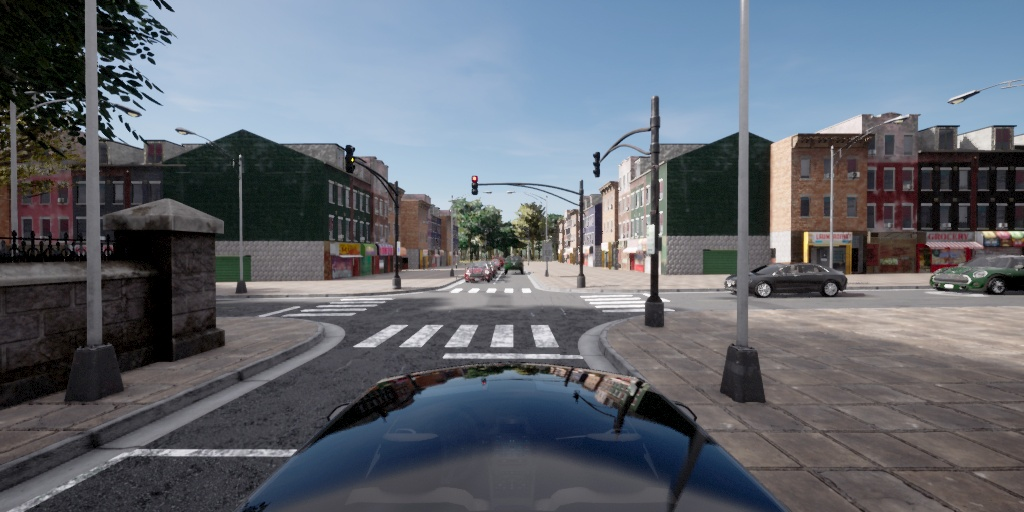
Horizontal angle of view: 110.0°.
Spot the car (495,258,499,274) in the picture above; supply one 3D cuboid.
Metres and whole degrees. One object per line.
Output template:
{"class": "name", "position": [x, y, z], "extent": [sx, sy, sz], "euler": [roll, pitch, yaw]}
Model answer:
{"class": "car", "position": [-2.520, 1.204, 33.551], "extent": [1.967, 1.591, 4.097], "euler": [0, 0, 0]}

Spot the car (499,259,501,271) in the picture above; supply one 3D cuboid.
{"class": "car", "position": [-2.500, 1.335, 38.986], "extent": [1.948, 1.339, 4.313], "euler": [0, 0, 0]}

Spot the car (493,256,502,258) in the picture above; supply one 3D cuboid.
{"class": "car", "position": [-2.802, 1.259, 60.927], "extent": [1.801, 1.575, 5.366], "euler": [0, 0, 0]}

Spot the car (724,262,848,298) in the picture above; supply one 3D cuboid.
{"class": "car", "position": [12.330, 1.046, 16.327], "extent": [4.892, 1.490, 1.837], "euler": [-1, 1, 0]}

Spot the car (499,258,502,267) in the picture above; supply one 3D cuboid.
{"class": "car", "position": [-2.458, 1.329, 49.855], "extent": [1.888, 1.381, 4.507], "euler": [0, 0, 0]}

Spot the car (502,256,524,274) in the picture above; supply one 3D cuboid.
{"class": "car", "position": [0.240, 0.995, 42.651], "extent": [2.150, 2.045, 5.566], "euler": [0, 0, 0]}

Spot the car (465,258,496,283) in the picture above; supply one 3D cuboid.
{"class": "car", "position": [-2.541, 1.199, 28.117], "extent": [1.967, 1.591, 4.097], "euler": [0, 0, 0]}

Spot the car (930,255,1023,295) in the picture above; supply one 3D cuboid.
{"class": "car", "position": [22.110, 0.766, 16.287], "extent": [4.553, 1.767, 2.097], "euler": [-1, 1, 0]}
